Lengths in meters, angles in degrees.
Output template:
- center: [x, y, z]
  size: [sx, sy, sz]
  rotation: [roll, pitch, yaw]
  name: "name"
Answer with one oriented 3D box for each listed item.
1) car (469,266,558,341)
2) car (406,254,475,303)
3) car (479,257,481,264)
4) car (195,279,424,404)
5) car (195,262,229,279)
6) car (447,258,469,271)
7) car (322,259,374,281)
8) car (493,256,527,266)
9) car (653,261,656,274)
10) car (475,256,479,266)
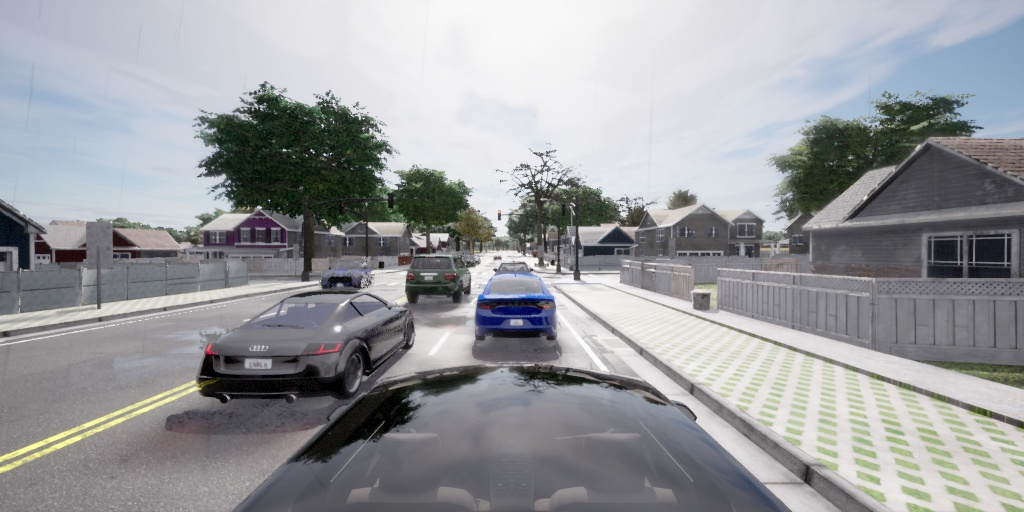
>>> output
- center: [0.088, 1.213, 9.887]
  size: [1.882, 1.535, 5.008]
  rotation: [0, 0, 0]
  name: "car"
- center: [-3.173, 0.927, 16.351]
  size: [2.150, 2.045, 5.566]
  rotation: [0, 0, 0]
  name: "car"
- center: [-6.652, 0.728, 64.518]
  size: [2.033, 1.411, 5.357]
  rotation: [0, 1, 0]
  name: "car"
- center: [-3.157, 1.308, 6.470]
  size: [1.994, 1.385, 4.181]
  rotation: [0, 0, 0]
  name: "car"
- center: [-24.999, 1.283, 29.289]
  size: [5.008, 1.535, 1.882]
  rotation: [0, 1, 2]
  name: "car"
- center: [-6.663, 1.011, 44.800]
  size: [2.033, 1.411, 5.357]
  rotation: [0, 1, 0]
  name: "car"
- center: [-9.944, 1.012, 22.057]
  size: [2.097, 1.767, 4.553]
  rotation: [0, 1, -11]
  name: "car"
- center: [0.074, 1.041, 18.842]
  size: [2.097, 1.767, 4.553]
  rotation: [0, 0, 0]
  name: "car"
- center: [12.675, 1.095, 32.532]
  size: [4.718, 1.301, 1.895]
  rotation: [0, 1, 1]
  name: "car"
- center: [-6.661, 0.715, 54.238]
  size: [2.097, 1.767, 4.553]
  rotation: [0, 1, 0]
  name: "car"
